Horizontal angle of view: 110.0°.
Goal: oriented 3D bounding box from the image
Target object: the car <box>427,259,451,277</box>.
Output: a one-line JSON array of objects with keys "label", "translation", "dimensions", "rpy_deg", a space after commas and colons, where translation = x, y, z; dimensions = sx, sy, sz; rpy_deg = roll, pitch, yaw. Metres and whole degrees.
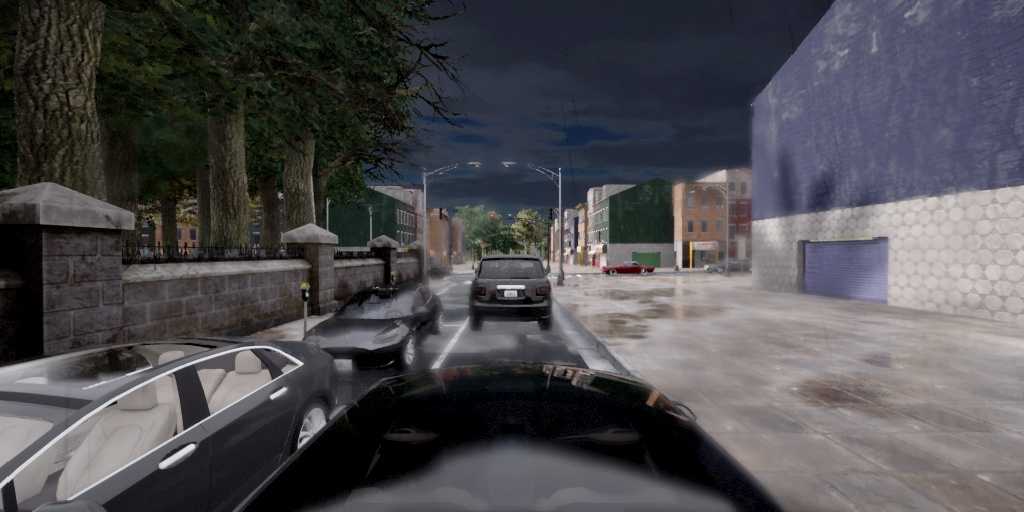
[{"label": "car", "translation": [-8.217, 1.112, 31.382], "dimensions": [5.566, 2.045, 2.150], "rpy_deg": [-1, 1, 0]}]

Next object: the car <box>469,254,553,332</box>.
[{"label": "car", "translation": [-0.012, 0.973, 11.045], "dimensions": [2.150, 2.045, 5.566], "rpy_deg": [0, 0, 0]}]

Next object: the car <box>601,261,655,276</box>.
[{"label": "car", "translation": [10.989, 1.186, 34.310], "dimensions": [4.718, 1.301, 1.895], "rpy_deg": [-1, 1, 0]}]

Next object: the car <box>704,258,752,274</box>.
[{"label": "car", "translation": [21.027, 0.942, 34.296], "dimensions": [4.902, 1.511, 2.128], "rpy_deg": [-1, 1, 0]}]

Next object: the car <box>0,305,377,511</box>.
[{"label": "car", "translation": [-2.641, 1.300, 2.047], "dimensions": [2.007, 1.370, 4.403], "rpy_deg": [0, 0, 0]}]

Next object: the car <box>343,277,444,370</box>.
[{"label": "car", "translation": [-2.635, 1.316, 7.736], "dimensions": [1.948, 1.339, 4.313], "rpy_deg": [0, 0, 0]}]
